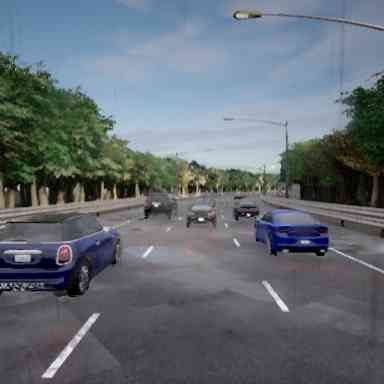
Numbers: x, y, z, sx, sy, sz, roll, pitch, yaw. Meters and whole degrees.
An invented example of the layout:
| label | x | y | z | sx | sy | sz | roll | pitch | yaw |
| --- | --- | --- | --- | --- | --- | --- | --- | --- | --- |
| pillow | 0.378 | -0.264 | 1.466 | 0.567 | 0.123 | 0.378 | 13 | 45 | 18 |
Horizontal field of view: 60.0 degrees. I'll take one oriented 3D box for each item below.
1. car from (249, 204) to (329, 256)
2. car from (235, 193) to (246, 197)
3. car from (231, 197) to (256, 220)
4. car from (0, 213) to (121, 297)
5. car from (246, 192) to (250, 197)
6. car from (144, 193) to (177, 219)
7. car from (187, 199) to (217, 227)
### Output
| label | x | y | z | sx | sy | sz | roll | pitch | yaw |
| --- | --- | --- | --- | --- | --- | --- | --- | --- | --- |
| car | 3.677 | 1.438 | 13.066 | 1.882 | 1.535 | 5.008 | 0 | 0 | 2 |
| car | 11.437 | 1.206 | 80.888 | 1.837 | 1.490 | 4.892 | 0 | 0 | 12 |
| car | 4.312 | 1.420 | 26.866 | 1.837 | 1.490 | 4.892 | 0 | 0 | 4 |
| car | -3.306 | 1.325 | 8.711 | 2.097 | 1.767 | 4.553 | 0 | 0 | 1 |
| car | 14.380 | 1.165 | 94.254 | 2.128 | 1.511 | 4.902 | 0 | 0 | 14 |
| car | -2.526 | 1.132 | 27.912 | 2.150 | 2.045 | 5.566 | 0 | 0 | 4 |
| car | 0.660 | 1.457 | 22.024 | 1.812 | 1.442 | 4.674 | 0 | 0 | 3 |
